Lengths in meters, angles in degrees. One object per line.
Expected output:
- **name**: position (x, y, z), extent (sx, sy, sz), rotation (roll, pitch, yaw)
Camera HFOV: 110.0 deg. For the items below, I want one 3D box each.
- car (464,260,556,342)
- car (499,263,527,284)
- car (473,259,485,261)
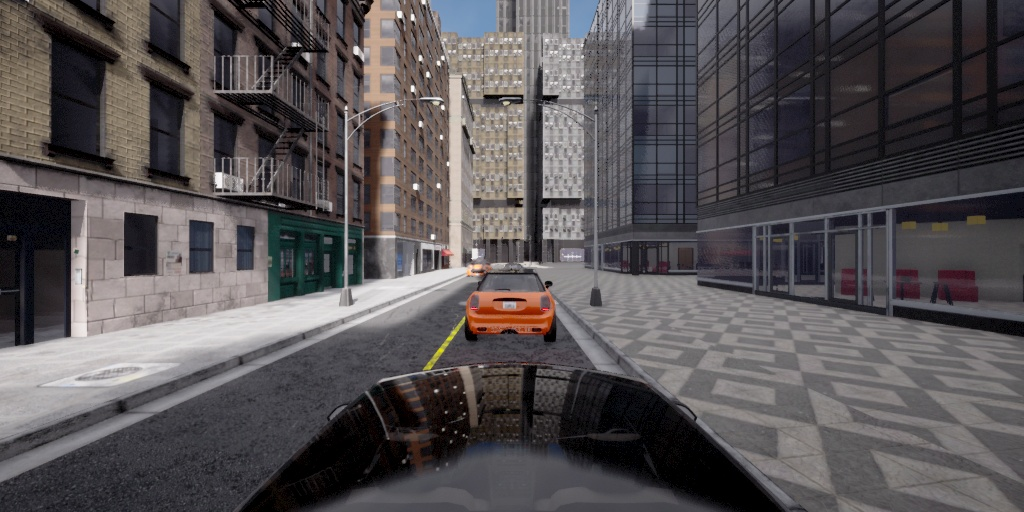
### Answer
- **car**: position (0.064, 1.102, 9.988), extent (2.097, 1.767, 4.553), rotation (0, 0, 3)
- **car**: position (0.086, 1.297, 28.672), extent (2.033, 1.411, 5.357), rotation (0, 0, 0)
- **car**: position (-3.108, 1.102, 34.432), extent (2.097, 1.767, 4.553), rotation (0, 0, 0)
